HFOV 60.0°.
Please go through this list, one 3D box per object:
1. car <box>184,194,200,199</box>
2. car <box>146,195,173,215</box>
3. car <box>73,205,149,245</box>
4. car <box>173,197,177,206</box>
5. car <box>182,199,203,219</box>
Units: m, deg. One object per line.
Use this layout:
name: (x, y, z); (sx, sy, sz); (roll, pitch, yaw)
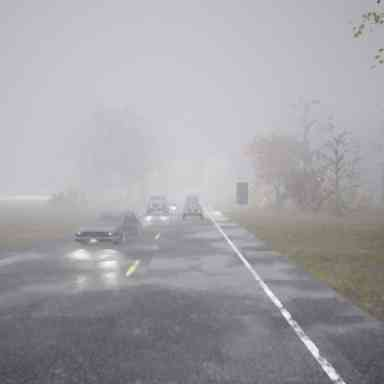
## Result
car: (0.023, 1.339, 50.957); (2.150, 2.045, 5.566); (0, 0, 0)
car: (-3.645, 1.319, 36.022); (2.150, 2.045, 5.566); (0, 0, 0)
car: (-3.789, 1.599, 16.161); (2.033, 1.411, 5.357); (0, 0, 5)
car: (-3.586, 1.627, 57.476); (2.128, 1.511, 4.902); (0, 0, 0)
car: (0.054, 1.626, 30.197); (2.033, 1.411, 5.357); (0, 0, 0)
